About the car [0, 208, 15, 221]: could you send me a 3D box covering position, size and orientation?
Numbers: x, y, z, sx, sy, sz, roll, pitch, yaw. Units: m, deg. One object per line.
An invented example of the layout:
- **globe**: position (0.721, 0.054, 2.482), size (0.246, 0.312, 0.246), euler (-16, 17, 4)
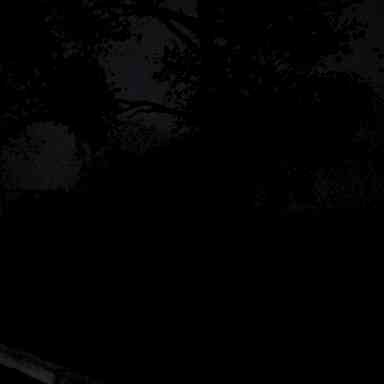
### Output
- **car**: position (-35.974, 4.263, 61.052), size (5.566, 2.045, 2.435), euler (-6, -3, 0)

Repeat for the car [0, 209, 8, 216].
- **car**: position (-31.448, 4.066, 58.659), size (1.994, 1.385, 4.181), euler (-6, -3, 20)
